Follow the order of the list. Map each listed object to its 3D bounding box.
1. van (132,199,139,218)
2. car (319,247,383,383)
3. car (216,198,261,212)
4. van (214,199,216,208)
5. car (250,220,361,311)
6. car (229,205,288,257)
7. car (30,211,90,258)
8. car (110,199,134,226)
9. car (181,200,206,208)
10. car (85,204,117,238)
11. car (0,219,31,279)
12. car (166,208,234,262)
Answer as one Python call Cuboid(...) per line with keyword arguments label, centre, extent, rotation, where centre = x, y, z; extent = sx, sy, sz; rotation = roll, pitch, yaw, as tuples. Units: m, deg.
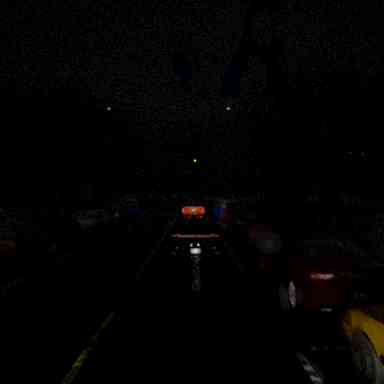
Cuboid(label="van", centre=(-5.747, 1.479, 29.440), extent=(1.690, 1.788, 3.998), rotation=(0, 0, 0))
Cuboid(label="car", centre=(2.762, 1.537, 2.416), extent=(1.752, 1.417, 4.829), rotation=(0, 0, 0))
Cuboid(label="car", centre=(2.772, 1.402, 18.559), extent=(2.192, 1.841, 5.009), rotation=(0, 0, 0))
Cuboid(label="van", centre=(2.775, 1.454, 23.997), extent=(1.690, 1.788, 3.998), rotation=(0, 0, 0))
Cuboid(label="car", centre=(2.765, 1.580, 7.683), extent=(1.887, 1.381, 4.507), rotation=(0, 0, 0))
Cuboid(label="car", centre=(2.769, 1.501, 13.121), extent=(1.967, 1.590, 4.097), rotation=(0, 0, 0))
Cuboid(label="car", centre=(-5.756, 1.627, 13.126), extent=(1.947, 1.339, 4.313), rotation=(0, 0, 0))
Cuboid(label="car", centre=(-5.750, 1.552, 24.001), extent=(1.967, 1.590, 4.097), rotation=(0, 0, 0))
Cuboid(label="car", centre=(0.118, 1.488, 28.649), extent=(2.097, 1.767, 4.553), rotation=(0, 0, 0))
Cuboid(label="car", centre=(-5.753, 1.611, 18.394), extent=(1.752, 1.417, 4.829), rotation=(0, 0, 0))
Cuboid(label="car", centre=(-5.760, 1.560, 7.519), extent=(1.752, 1.417, 4.829), rotation=(0, 0, 0))
Cuboid(label="car", centre=(0.108, 1.548, 12.317), extent=(2.128, 1.511, 4.902), rotation=(0, 0, 0))
